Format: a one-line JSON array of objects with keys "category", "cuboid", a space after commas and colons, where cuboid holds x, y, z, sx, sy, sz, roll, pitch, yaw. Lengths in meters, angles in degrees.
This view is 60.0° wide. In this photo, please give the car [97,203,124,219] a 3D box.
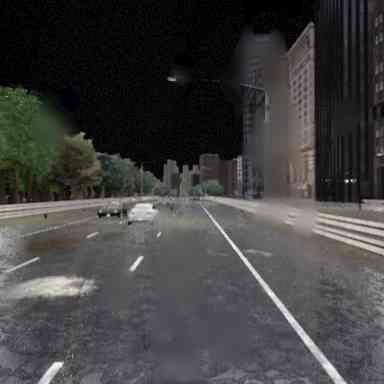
[{"category": "car", "cuboid": [-6.903, 1.642, 29.656, 1.895, 1.301, 4.718, 0, 0, 0]}]

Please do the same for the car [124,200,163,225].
[{"category": "car", "cuboid": [-3.408, 1.557, 24.089, 1.812, 1.442, 4.674, 0, 0, 0]}]

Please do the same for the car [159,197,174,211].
[{"category": "car", "cuboid": [-3.393, 1.422, 42.819, 2.097, 1.767, 4.553, 0, 0, 0]}]
